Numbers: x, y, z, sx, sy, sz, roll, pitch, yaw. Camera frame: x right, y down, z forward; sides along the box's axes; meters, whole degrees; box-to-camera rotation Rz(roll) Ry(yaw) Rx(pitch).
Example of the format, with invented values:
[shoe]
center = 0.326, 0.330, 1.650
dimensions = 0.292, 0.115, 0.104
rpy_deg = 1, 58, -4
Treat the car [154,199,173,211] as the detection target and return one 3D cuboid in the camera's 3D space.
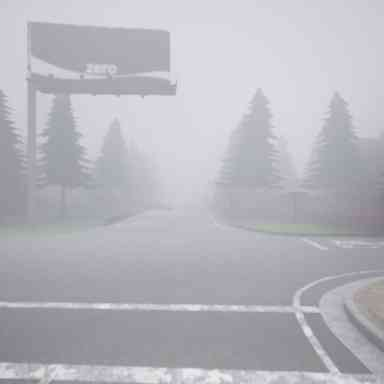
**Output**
[car]
center = -3.492, 1.636, 41.681
dimensions = 1.812, 1.442, 4.674
rpy_deg = 0, 0, 0
